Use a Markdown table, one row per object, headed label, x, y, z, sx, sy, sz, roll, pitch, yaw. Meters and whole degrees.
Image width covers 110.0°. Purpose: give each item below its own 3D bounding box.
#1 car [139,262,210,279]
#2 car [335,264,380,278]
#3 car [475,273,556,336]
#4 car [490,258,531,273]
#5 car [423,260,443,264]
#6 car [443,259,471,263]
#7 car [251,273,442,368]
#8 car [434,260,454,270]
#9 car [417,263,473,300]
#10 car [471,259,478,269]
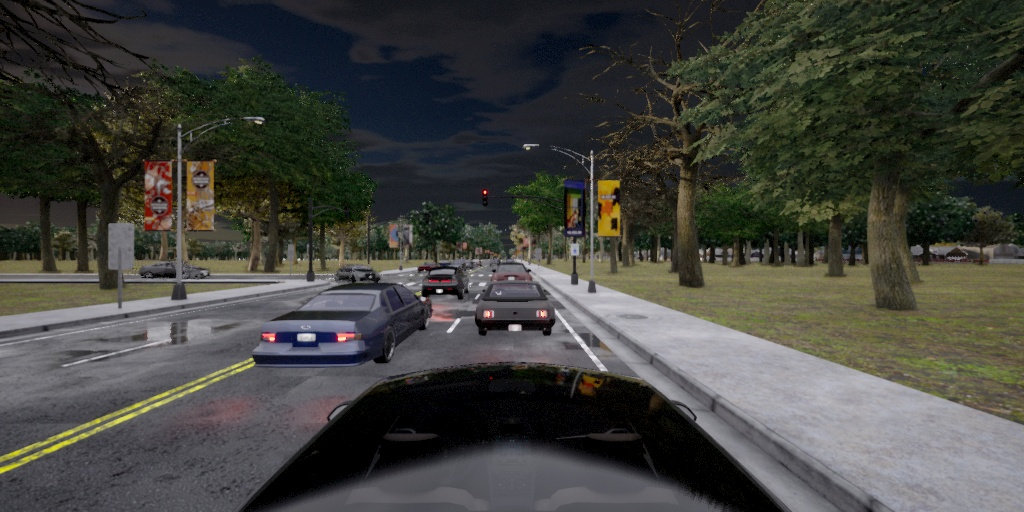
| label | x | y | z | sx | sy | sz | roll | pitch | yaw |
| --- | --- | --- | --- | --- | --- | --- | --- | --- | --- |
| car | -27.881 | 1.220 | 29.743 | 4.902 | 1.511 | 2.128 | 0 | 0 | 0 |
| car | -11.614 | 1.320 | 27.083 | 4.181 | 1.385 | 1.994 | 0 | -1 | 42 |
| car | 0.064 | 1.352 | 10.395 | 1.895 | 1.301 | 4.718 | 0 | 0 | 0 |
| car | -0.020 | 1.106 | 19.380 | 2.097 | 1.767 | 4.553 | 0 | 0 | 0 |
| car | -10.051 | 1.368 | 43.415 | 1.895 | 1.301 | 4.718 | 0 | 0 | 0 |
| car | -6.806 | 1.259 | 44.906 | 2.128 | 1.511 | 4.902 | 0 | 0 | 0 |
| car | -3.175 | 1.298 | 8.019 | 2.033 | 1.411 | 5.357 | 0 | 0 | 0 |
| car | -10.097 | 1.324 | 53.932 | 2.033 | 1.411 | 5.357 | 0 | 0 | 0 |
| car | -3.203 | 1.259 | 17.853 | 1.837 | 1.490 | 4.892 | 0 | 0 | -2 |
| car | -6.849 | 1.266 | 54.241 | 2.128 | 1.511 | 4.902 | 0 | 0 | 0 |
